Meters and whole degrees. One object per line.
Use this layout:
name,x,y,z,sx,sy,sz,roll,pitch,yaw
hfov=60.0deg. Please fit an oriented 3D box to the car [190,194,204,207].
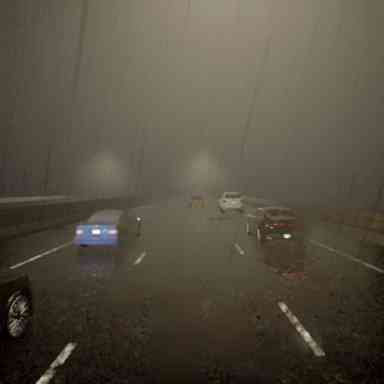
car,0.611,1.246,45.565,1.801,1.575,5.366,0,0,1

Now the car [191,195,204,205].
car,0.908,1.244,55.043,2.128,1.511,4.902,0,0,1

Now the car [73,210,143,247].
car,-3.433,1.474,14.491,2.033,1.411,5.357,0,0,1

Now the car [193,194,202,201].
car,1.220,1.219,73.891,2.033,1.411,5.357,0,0,1

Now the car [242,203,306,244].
car,3.684,1.430,15.230,1.837,1.490,4.892,0,0,1

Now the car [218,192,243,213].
car,3.964,1.059,34.271,2.150,2.045,5.566,0,0,1

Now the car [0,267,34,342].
car,-3.495,1.473,3.523,2.128,1.511,4.902,0,0,0
